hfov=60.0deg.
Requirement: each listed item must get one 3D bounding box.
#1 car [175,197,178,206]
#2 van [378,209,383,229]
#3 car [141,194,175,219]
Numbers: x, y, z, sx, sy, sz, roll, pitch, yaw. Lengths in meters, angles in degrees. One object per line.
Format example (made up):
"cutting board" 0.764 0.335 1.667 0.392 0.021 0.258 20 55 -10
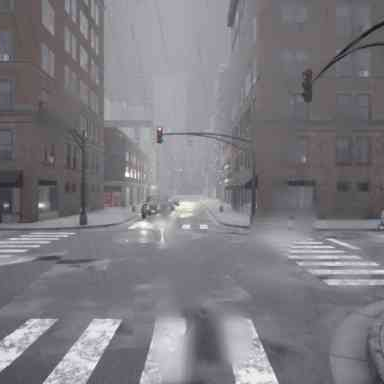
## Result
"car" -3.081 1.546 40.347 1.812 1.442 4.674 0 0 0
"van" 12.064 1.358 17.445 3.998 1.788 1.690 0 0 0
"car" -3.072 1.236 29.834 2.150 2.045 5.566 0 0 2
